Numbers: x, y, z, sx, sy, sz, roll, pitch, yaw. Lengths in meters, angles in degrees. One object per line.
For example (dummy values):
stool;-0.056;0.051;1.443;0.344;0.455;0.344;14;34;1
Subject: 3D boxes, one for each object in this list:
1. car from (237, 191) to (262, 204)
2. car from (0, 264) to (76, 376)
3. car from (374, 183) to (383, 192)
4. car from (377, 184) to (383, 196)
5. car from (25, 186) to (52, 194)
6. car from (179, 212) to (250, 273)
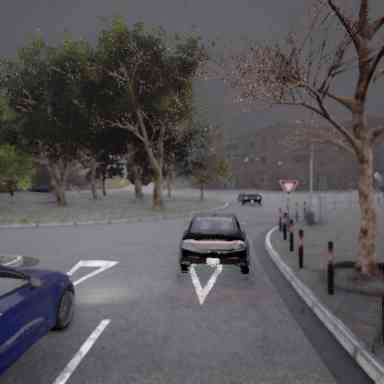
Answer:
car;5.893;0.511;34.847;1.895;1.301;4.718;0;3;0
car;-2.949;1.506;3.848;1.812;1.442;4.674;0;0;1
car;33.004;-0.827;55.926;2.185;1.767;4.553;-1;3;-17
car;25.271;0.104;39.983;4.902;1.511;2.128;-1;3;-22
car;-24.794;-0.356;54.618;4.718;1.301;1.895;-1;2;-28
car;0.737;1.380;10.387;2.128;1.511;4.902;0;1;5
